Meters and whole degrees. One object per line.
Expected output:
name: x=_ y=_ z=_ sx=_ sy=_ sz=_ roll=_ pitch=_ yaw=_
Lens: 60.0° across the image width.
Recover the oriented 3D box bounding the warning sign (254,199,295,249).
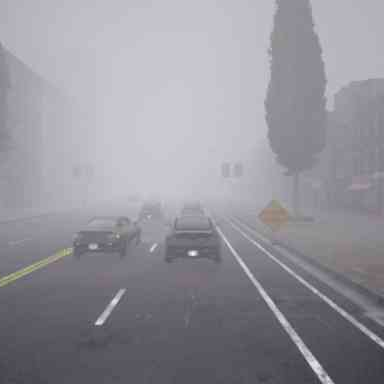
warning sign: x=3.214 y=1.200 z=13.056 sx=1.300 sy=1.860 sz=1.060 roll=-1 pitch=-1 yaw=0

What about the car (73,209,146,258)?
car: x=-3.197 y=1.608 z=13.136 sx=1.812 sy=1.442 sz=4.674 roll=0 pitch=0 yaw=0

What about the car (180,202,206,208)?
car: x=0.050 y=1.553 z=27.383 sx=1.837 sy=1.490 sz=4.892 roll=0 pitch=1 yaw=1

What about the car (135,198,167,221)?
car: x=-3.199 y=1.553 z=27.375 sx=1.837 sy=1.490 sz=4.892 roll=0 pitch=1 yaw=1

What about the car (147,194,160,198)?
car: x=-6.550 y=1.118 z=56.749 sx=2.033 sy=1.411 sz=5.357 roll=0 pitch=1 yaw=1

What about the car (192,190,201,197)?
car: x=1.147 y=0.357 z=83.017 sx=2.097 sy=1.767 sz=4.553 roll=0 pitch=1 yaw=0

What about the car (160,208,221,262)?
car: x=0.049 y=1.587 z=12.416 sx=1.837 sy=1.490 sz=4.892 roll=0 pitch=0 yaw=1

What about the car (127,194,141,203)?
car: x=-9.803 y=1.075 z=56.749 sx=1.837 sy=1.490 sz=4.892 roll=0 pitch=1 yaw=0
